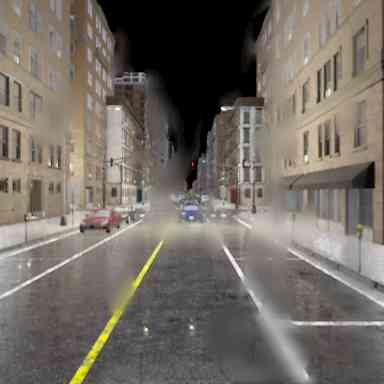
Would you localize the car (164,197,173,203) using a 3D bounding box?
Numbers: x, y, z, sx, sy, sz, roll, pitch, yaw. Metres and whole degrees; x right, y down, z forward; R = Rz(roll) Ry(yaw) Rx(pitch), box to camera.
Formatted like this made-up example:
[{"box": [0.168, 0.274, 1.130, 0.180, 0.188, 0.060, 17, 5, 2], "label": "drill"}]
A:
[{"box": [-5.521, 1.856, 79.544, 1.752, 1.417, 4.829, 0, 0, 0], "label": "car"}]

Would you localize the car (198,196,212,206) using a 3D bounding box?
[{"box": [2.562, 1.793, 58.101, 2.008, 1.369, 4.403, 0, 0, 0], "label": "car"}]

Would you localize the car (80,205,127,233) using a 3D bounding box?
[{"box": [-5.414, 1.669, 20.126, 1.802, 1.307, 4.206, 0, 0, 0], "label": "car"}]

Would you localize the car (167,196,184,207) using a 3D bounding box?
[{"box": [-2.913, 1.779, 55.490, 2.033, 1.411, 5.357, 0, 0, 0], "label": "car"}]

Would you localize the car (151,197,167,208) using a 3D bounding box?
[{"box": [-5.460, 1.771, 52.683, 2.008, 1.369, 4.403, 0, 0, 0], "label": "car"}]

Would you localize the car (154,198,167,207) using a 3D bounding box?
[{"box": [-5.472, 1.767, 57.919, 1.752, 1.417, 4.829, 0, 0, 0], "label": "car"}]

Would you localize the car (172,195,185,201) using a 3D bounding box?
[{"box": [-2.845, 1.819, 71.011, 1.812, 1.442, 4.674, 0, 0, 0], "label": "car"}]

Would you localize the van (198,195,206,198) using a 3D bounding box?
[{"box": [2.556, 1.605, 63.508, 1.690, 1.788, 3.998, 0, 0, 0], "label": "van"}]

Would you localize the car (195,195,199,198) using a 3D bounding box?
[{"box": [2.539, 1.646, 79.727, 2.192, 1.841, 5.009, 0, 0, 0], "label": "car"}]

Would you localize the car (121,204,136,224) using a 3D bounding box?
[{"box": [-5.422, 1.661, 25.808, 2.008, 1.369, 4.403, 0, 0, 0], "label": "car"}]

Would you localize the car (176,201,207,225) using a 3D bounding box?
[{"box": [-0.016, 1.634, 25.268, 1.812, 1.442, 4.674, 0, 0, 0], "label": "car"}]
